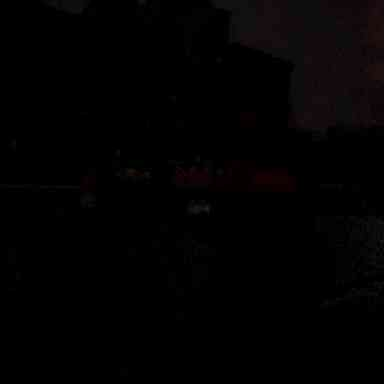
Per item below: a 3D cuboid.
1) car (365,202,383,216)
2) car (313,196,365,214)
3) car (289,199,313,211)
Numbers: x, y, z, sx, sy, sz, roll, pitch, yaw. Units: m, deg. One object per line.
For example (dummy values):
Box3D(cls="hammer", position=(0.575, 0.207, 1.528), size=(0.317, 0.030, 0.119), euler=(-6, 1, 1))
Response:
Box3D(cls="car", position=(19.321, 1.630, 31.383), size=(1.887, 1.381, 4.507), euler=(1, 0, -36))
Box3D(cls="car", position=(16.164, 1.362, 35.803), size=(2.192, 1.841, 5.009), euler=(1, 0, -36))
Box3D(cls="car", position=(13.000, 1.555, 40.223), size=(1.887, 1.381, 4.507), euler=(1, 0, -36))
